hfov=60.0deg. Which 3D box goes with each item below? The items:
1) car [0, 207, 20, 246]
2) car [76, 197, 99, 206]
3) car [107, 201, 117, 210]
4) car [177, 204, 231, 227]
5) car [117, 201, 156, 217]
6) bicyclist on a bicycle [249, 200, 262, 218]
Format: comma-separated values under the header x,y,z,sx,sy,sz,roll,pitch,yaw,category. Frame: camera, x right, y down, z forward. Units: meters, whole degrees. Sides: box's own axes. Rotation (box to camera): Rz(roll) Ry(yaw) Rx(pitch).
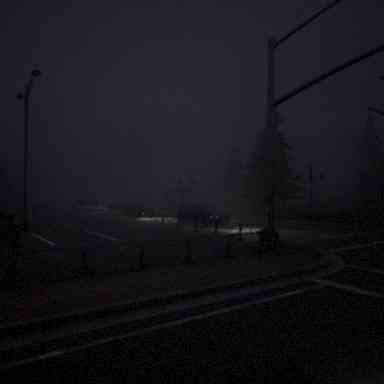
x,y,z,sx,sy,sz,roll,pitch,yaw,category
-8.441,1.352,13.829,2.007,1.523,4.514,1,-1,-36,car
-14.411,1.324,45.861,1.882,1.535,5.008,1,-1,-36,car
-10.072,1.841,45.907,1.895,1.301,4.718,1,-1,-36,car
0.799,1.676,25.058,1.882,1.535,5.008,1,-1,-36,car
-5.406,1.701,33.488,1.837,1.490,4.892,1,-1,-36,car
5.891,1.598,30.762,1.656,1.620,0.582,1,0,-36,bicyclist on a bicycle
